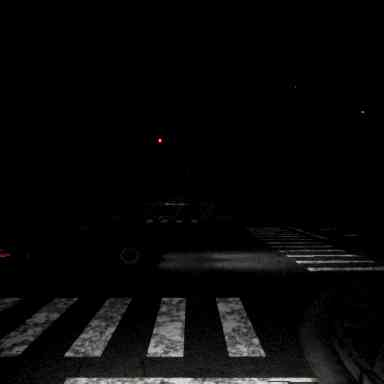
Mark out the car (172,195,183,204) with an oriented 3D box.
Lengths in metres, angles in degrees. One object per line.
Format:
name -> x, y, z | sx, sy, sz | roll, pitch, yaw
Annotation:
car -> -2.932, 1.498, 69.321 | 2.097, 1.767, 4.553 | 0, 0, 0

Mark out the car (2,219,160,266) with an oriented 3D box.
car -> -3.426, 1.585, 10.969 | 4.718, 1.301, 1.895 | 1, 0, 0
